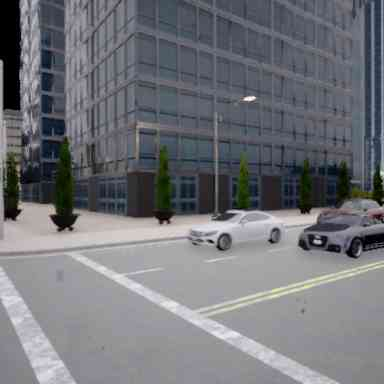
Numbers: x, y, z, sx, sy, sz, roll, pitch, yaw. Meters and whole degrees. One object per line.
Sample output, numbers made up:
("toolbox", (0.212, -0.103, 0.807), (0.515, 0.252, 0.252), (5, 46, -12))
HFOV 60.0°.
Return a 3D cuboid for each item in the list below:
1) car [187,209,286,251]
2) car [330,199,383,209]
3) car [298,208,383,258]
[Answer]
("car", (1.984, 1.480, 14.007), (4.674, 1.442, 1.812), (0, 0, -35))
("car", (9.254, 1.252, 19.196), (4.553, 1.767, 2.097), (0, 0, -35))
("car", (5.904, 1.505, 12.506), (4.181, 1.385, 1.994), (0, 0, -35))
